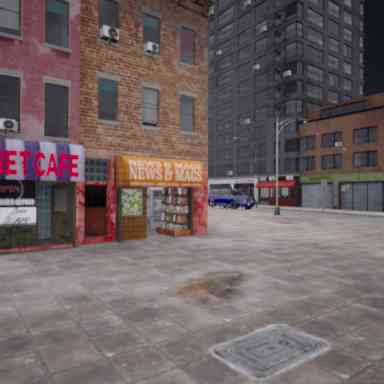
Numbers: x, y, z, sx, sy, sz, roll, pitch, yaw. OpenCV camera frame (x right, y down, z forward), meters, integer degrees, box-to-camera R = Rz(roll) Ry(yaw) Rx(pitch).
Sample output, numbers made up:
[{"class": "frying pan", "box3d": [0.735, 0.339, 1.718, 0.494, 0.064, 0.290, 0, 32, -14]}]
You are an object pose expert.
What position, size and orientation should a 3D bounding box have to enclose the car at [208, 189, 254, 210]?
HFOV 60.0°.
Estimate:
[{"class": "car", "box3d": [3.833, 0.766, 33.999, 2.150, 2.045, 5.566, 1, 1, -35]}]
